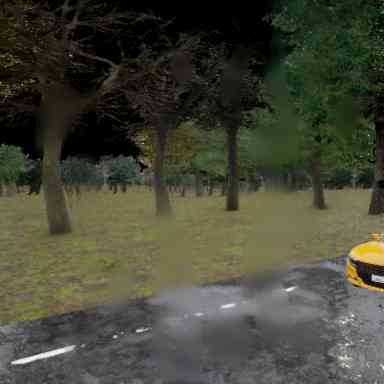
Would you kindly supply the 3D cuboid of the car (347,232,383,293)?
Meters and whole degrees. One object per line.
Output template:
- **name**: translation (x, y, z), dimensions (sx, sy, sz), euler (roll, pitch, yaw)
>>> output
- **car**: translation (5.754, 1.442, 8.089), dimensions (5.008, 1.535, 1.882), euler (-1, 0, -35)
